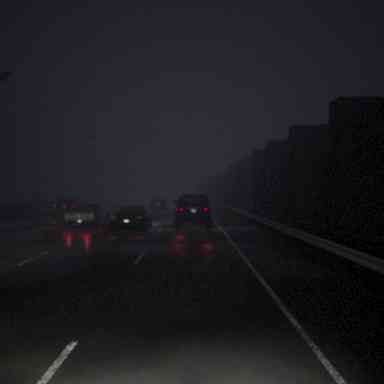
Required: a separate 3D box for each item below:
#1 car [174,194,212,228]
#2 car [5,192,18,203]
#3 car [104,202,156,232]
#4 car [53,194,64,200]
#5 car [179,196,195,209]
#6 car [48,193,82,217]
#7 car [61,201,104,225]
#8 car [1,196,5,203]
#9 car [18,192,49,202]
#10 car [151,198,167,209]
[{"bbox_3d":[0.041,1.134,21.387,2.150,2.045,5.566,0,0,-1],"label":"car"},{"bbox_3d":[-30.483,0.958,56.929,2.150,2.045,5.566,0,0,-8],"label":"car"},{"bbox_3d":[-3.448,1.481,19.340,1.994,1.385,4.181,0,0,-1],"label":"car"},{"bbox_3d":[-32.202,1.215,80.216,1.895,1.301,4.718,0,0,-16],"label":"car"},{"bbox_3d":[-0.746,1.327,43.644,1.837,1.490,4.892,0,1,-4],"label":"car"},{"bbox_3d":[-10.685,1.219,29.729,2.097,1.767,4.553,0,0,-2],"label":"car"},{"bbox_3d":[-6.997,1.500,22.769,1.895,1.301,4.718,0,0,-1],"label":"car"},{"bbox_3d":[-25.255,1.358,39.971,2.033,1.411,5.357,0,0,-2],"label":"car"},{"bbox_3d":[-22.345,1.001,47.901,2.150,2.045,5.566,0,0,-5],"label":"car"},{"bbox_3d":[-4.150,1.391,41.171,1.994,1.385,4.181,0,0,-4],"label":"car"}]
